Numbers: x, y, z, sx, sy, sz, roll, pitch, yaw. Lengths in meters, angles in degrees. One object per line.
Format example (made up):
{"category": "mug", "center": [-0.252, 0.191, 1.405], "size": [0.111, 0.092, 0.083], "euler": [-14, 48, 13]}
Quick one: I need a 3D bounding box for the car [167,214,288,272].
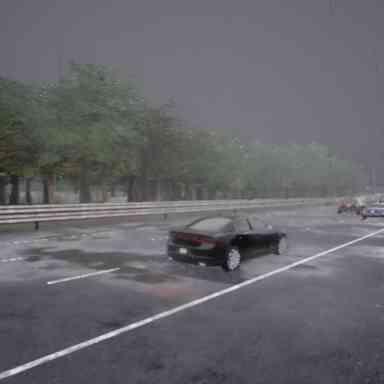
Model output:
{"category": "car", "center": [1.391, 1.450, 10.868], "size": [1.882, 1.535, 5.008], "euler": [1, 0, 41]}

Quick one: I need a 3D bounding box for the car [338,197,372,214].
{"category": "car", "center": [16.764, 1.394, 34.464], "size": [2.097, 1.767, 4.553], "euler": [1, 0, 39]}

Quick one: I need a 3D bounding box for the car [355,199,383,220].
{"category": "car", "center": [15.537, 1.591, 27.576], "size": [2.033, 1.411, 5.357], "euler": [1, 0, 39]}

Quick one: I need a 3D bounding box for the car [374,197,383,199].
{"category": "car", "center": [29.831, 1.496, 51.001], "size": [2.097, 1.767, 4.553], "euler": [1, 0, 38]}

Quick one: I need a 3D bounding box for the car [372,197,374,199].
{"category": "car", "center": [32.435, 1.690, 60.332], "size": [2.128, 1.511, 4.902], "euler": [1, 0, 37]}
